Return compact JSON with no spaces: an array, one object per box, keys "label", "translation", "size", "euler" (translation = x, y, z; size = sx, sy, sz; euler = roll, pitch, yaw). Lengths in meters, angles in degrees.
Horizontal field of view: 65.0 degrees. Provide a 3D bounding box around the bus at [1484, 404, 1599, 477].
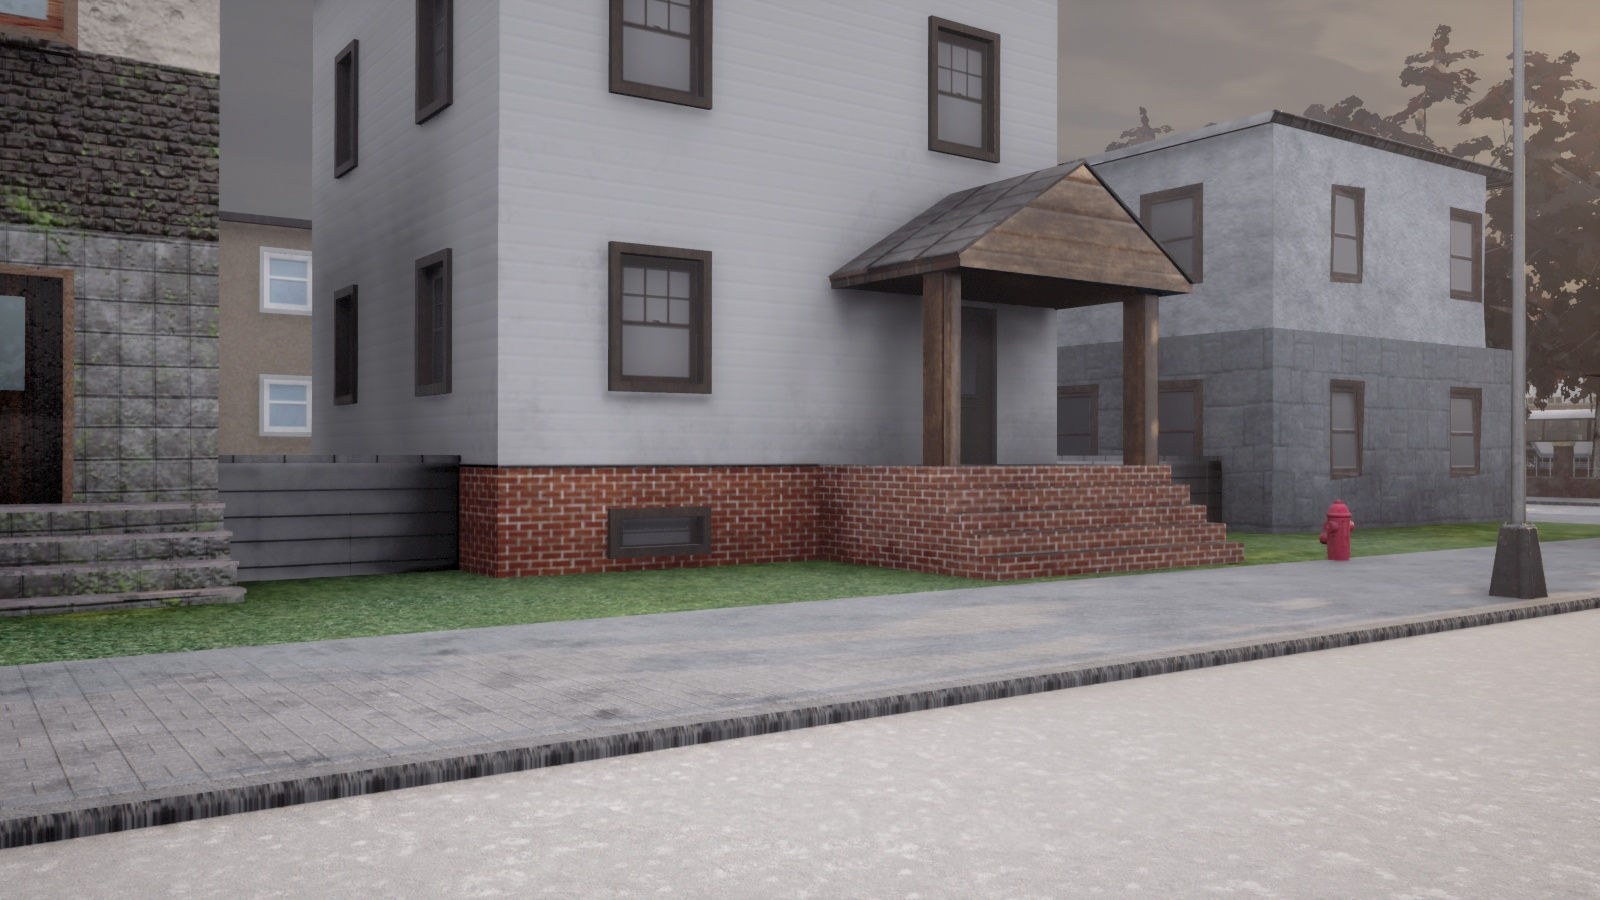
[{"label":"bus","translation":[47.707,-0.547,76.169],"size":[3.944,4.253,10.273],"euler":[0,0,-34]}]
